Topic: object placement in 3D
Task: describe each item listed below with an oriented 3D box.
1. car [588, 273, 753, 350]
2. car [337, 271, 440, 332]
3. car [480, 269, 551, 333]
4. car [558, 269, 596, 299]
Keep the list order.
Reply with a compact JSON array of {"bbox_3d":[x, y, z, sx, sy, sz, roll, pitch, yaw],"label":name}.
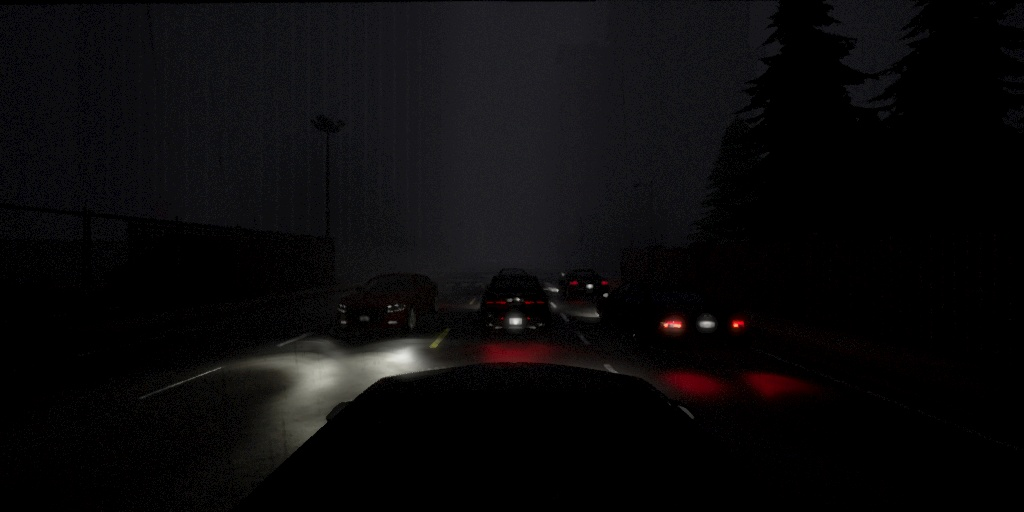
[{"bbox_3d":[3.594,1.322,9.116,2.033,1.411,5.357,0,0,0],"label":"car"},{"bbox_3d":[-3.587,1.259,11.231,1.882,1.535,5.008,0,0,0],"label":"car"},{"bbox_3d":[0.085,1.287,10.917,1.837,1.490,4.892,0,0,0],"label":"car"},{"bbox_3d":[3.579,1.370,18.480,1.994,1.385,4.181,0,0,0],"label":"car"}]
